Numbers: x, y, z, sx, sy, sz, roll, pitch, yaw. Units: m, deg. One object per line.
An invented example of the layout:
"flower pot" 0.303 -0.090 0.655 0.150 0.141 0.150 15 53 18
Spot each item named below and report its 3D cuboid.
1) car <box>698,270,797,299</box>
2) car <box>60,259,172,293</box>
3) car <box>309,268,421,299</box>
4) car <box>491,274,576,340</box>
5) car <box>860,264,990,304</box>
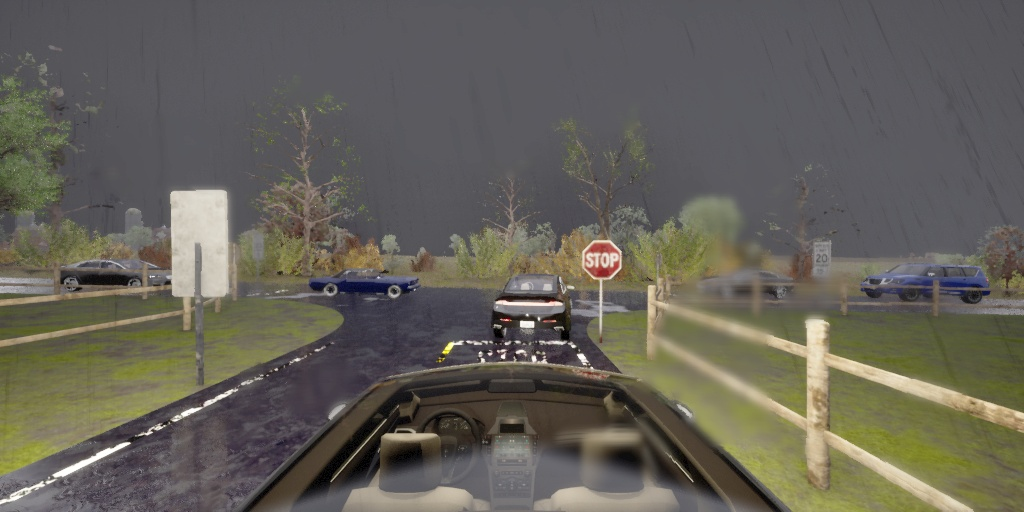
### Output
"car" 13.003 1.525 19.975 4.902 1.511 2.128 1 1 0
"car" -18.491 0.885 17.062 4.902 1.511 2.128 1 1 0
"car" -6.823 1.248 17.047 4.718 1.301 1.895 1 1 0
"car" 0.706 1.240 10.016 2.128 1.511 4.902 0 0 9
"car" 22.898 1.466 19.965 5.566 2.045 2.150 1 1 0
